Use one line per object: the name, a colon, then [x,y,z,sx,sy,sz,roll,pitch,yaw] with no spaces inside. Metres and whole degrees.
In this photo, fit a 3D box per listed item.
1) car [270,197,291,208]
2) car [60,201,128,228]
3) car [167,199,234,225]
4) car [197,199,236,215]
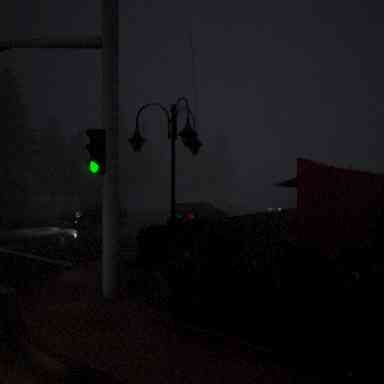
car: [13.429,1.606,50.286,1.837,1.490,4.892,0,0,36]
car: [-6.610,1.398,22.736,2.097,1.767,4.553,0,0,36]
car: [0.543,1.401,20.510,2.097,1.767,4.553,0,0,36]
car: [2.735,1.524,35.654,1.882,1.535,5.008,0,0,36]
